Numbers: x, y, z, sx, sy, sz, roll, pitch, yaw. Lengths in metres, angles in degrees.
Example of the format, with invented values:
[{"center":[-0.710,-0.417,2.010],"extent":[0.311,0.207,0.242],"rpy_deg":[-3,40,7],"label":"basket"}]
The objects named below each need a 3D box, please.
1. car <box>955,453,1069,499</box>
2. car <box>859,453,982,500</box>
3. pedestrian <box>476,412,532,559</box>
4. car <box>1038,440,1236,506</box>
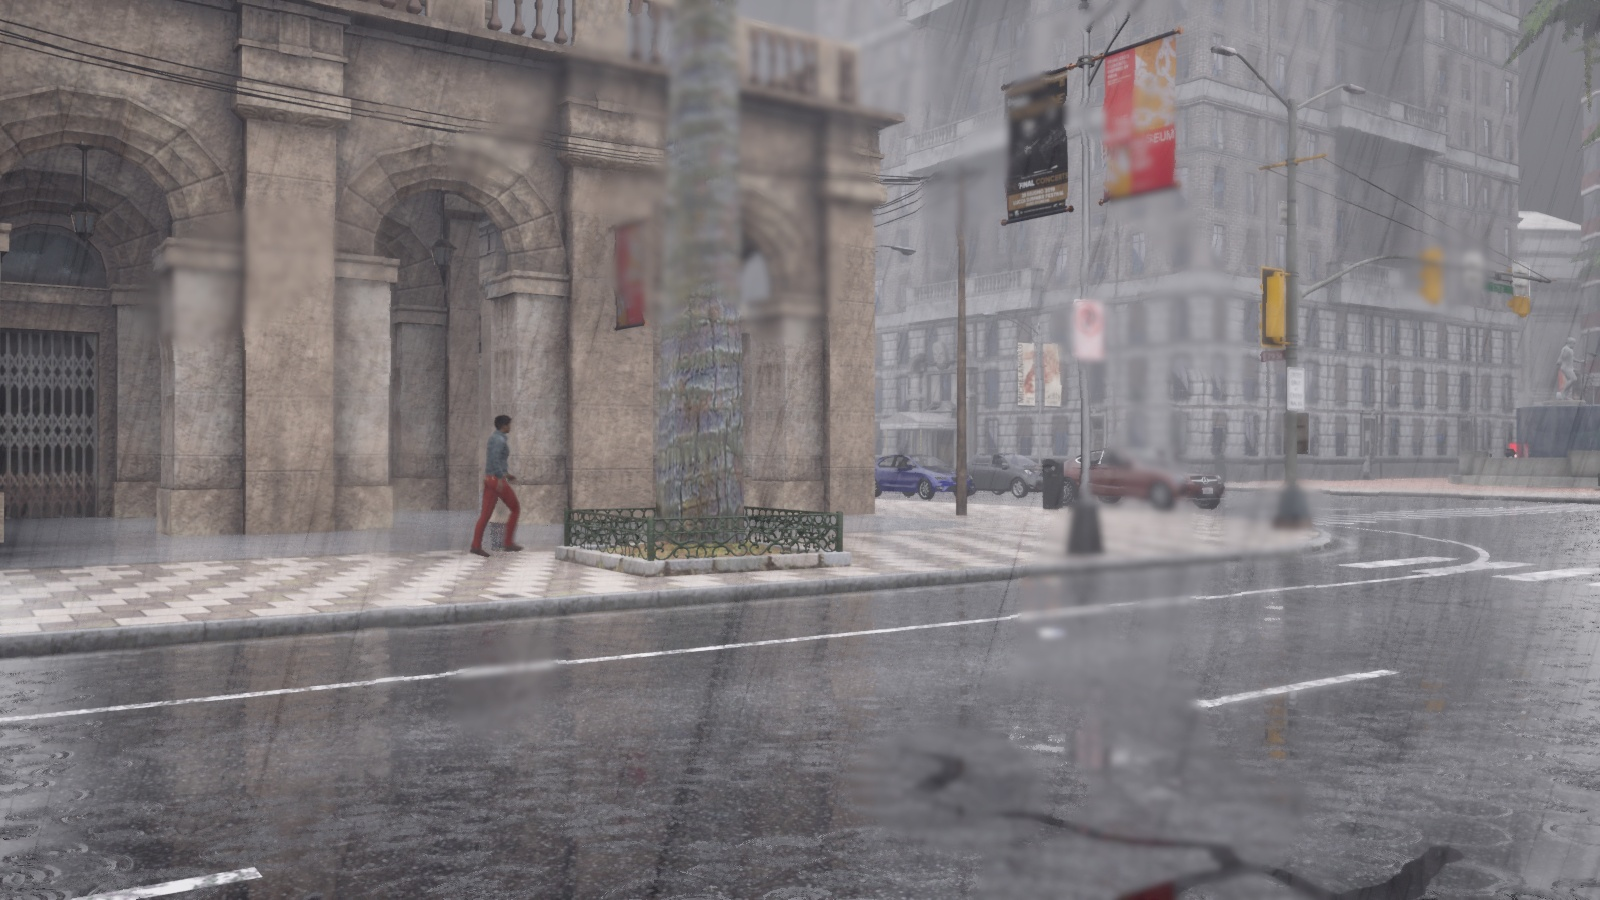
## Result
[{"center":[7.234,0.849,43.140],"extent":[1.845,1.501,3.633],"rpy_deg":[0,0,-35],"label":"car"},{"center":[3.948,0.852,41.834],"extent":[1.816,1.474,4.193],"rpy_deg":[0,0,-34],"label":"car"},{"center":[-3.811,0.449,16.156],"extent":[0.614,1.847,0.353],"rpy_deg":[0,0,-30],"label":"pedestrian"},{"center":[9.144,0.588,34.468],"extent":[2.152,1.651,5.027],"rpy_deg":[0,0,-35],"label":"car"}]
